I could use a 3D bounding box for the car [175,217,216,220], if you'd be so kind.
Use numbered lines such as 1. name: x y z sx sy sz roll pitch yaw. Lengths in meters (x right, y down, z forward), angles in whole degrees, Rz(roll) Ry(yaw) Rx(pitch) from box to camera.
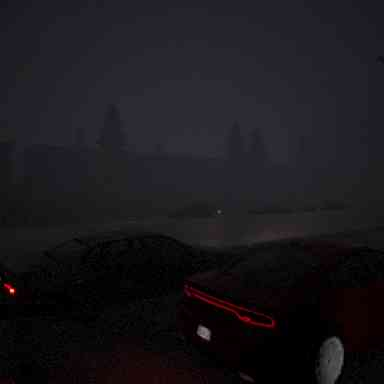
1. car: 0.014 1.476 25.500 4.892 1.490 1.837 0 0 -35

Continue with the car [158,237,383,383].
1. car: 2.156 1.468 5.284 5.008 1.535 1.882 0 0 -35

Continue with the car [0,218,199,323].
1. car: -1.234 1.541 7.166 5.357 1.411 2.033 0 0 -35

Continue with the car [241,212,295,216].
1. car: 4.595 1.533 20.169 4.181 1.385 1.994 0 0 -35

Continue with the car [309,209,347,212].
1. car: 11.858 1.424 29.647 5.008 1.535 1.882 0 0 -35
